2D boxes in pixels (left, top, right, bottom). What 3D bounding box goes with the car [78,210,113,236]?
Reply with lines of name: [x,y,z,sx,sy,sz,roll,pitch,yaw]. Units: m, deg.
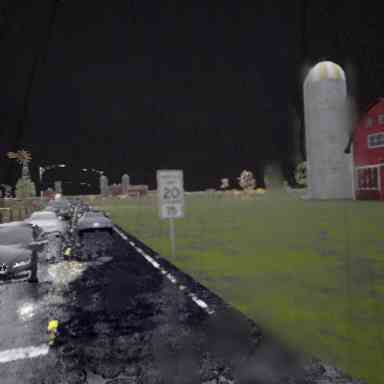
car: [-5.990,1.815,20.438,1.994,1.385,4.181,-2,0,-19]

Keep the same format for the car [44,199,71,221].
car: [-13.364,1.771,33.223,2.150,2.045,5.566,-2,1,-19]

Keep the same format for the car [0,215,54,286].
car: [-5.441,1.731,10.001,1.837,1.490,4.892,-2,0,-19]

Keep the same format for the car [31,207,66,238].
car: [-8.774,1.891,19.794,1.812,1.442,4.674,-2,0,-19]
